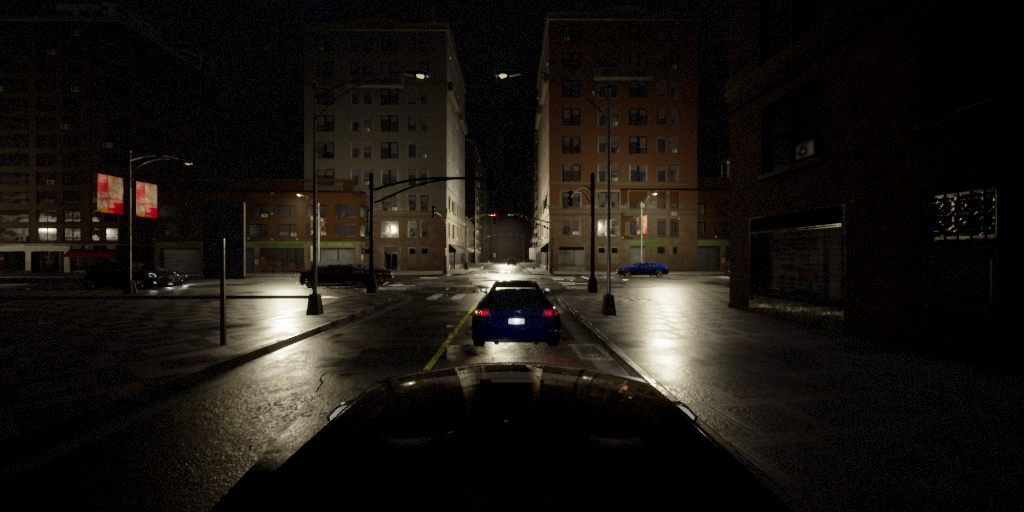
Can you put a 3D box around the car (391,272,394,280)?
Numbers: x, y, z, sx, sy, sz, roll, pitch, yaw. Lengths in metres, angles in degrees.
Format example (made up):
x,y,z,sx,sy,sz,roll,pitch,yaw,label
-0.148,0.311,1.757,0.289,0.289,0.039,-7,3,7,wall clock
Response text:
x,y,z,sx,sy,sz,roll,pitch,yaw,label
-11.210,1.276,26.171,4.902,1.511,2.128,0,0,-4,car

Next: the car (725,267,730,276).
x,y,z,sx,sy,sz,roll,pitch,yaw,label
21.876,1.222,32.809,4.181,1.385,1.994,0,0,-1,car

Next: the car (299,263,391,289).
x,y,z,sx,sy,sz,roll,pitch,yaw,label
-10.546,1.260,22.387,5.008,1.535,1.882,0,0,4,car

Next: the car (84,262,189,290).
x,y,z,sx,sy,sz,roll,pitch,yaw,label
-23.798,1.186,22.627,4.553,1.767,2.097,0,0,0,car

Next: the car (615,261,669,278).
x,y,z,sx,sy,sz,roll,pitch,yaw,label
11.856,1.218,32.753,4.674,1.442,1.812,0,0,0,car

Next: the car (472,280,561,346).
x,y,z,sx,sy,sz,roll,pitch,yaw,label
0.095,1.314,9.387,1.994,1.385,4.181,0,0,0,car
